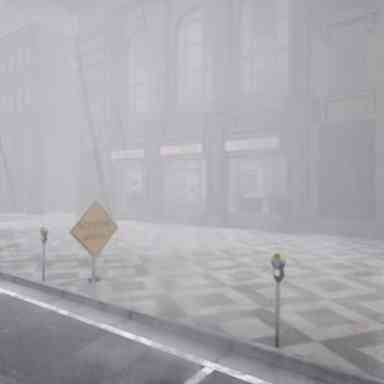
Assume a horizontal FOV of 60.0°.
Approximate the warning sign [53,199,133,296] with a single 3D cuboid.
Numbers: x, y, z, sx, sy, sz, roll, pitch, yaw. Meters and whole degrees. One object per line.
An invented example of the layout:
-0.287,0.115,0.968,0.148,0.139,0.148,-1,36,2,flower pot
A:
-2.160,1.100,7.341,1.060,1.860,1.300,1,0,35,warning sign
